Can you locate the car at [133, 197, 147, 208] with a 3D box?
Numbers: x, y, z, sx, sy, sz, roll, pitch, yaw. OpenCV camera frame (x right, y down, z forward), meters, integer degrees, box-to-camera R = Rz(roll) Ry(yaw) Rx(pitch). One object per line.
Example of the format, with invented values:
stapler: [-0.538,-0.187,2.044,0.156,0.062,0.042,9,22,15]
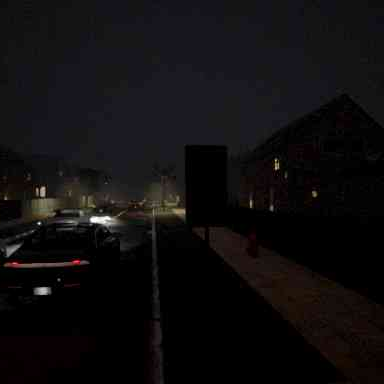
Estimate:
car: [-7.624,1.476,48.853,1.837,1.490,4.892,0,0,-6]

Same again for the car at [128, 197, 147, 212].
car: [-6.408,1.450,38.854,2.128,1.511,4.902,0,0,-6]

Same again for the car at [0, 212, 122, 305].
car: [-2.850,1.481,8.121,2.128,1.511,4.902,0,0,-7]

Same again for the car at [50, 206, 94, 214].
car: [-6.909,1.591,18.279,1.895,1.301,4.718,0,0,-7]

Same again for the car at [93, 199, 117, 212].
car: [-8.603,1.470,32.889,2.128,1.511,4.902,0,0,-6]
